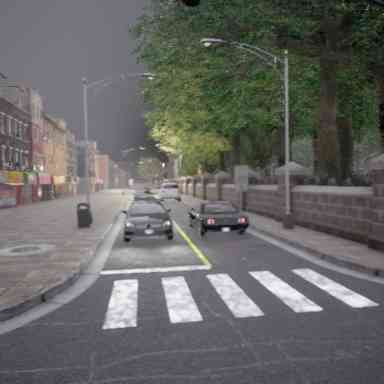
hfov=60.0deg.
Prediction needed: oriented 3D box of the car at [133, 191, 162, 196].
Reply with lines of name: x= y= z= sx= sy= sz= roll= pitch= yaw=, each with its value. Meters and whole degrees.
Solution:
car: x=-3.323 y=0.890 z=23.206 sx=1.895 sy=1.301 sz=4.718 roll=-1 pitch=2 yaw=-9

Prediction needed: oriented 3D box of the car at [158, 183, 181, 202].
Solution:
car: x=-2.590 y=0.027 z=37.531 sx=2.150 sy=2.045 sz=5.566 roll=-1 pitch=2 yaw=-9

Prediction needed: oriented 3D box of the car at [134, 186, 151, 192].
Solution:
car: x=-4.848 y=0.469 z=33.195 sx=1.882 sy=1.535 sz=5.008 roll=-1 pitch=2 yaw=-8

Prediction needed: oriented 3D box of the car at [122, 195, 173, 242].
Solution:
car: x=-1.917 y=1.085 z=14.140 sx=1.812 sy=1.442 sz=4.674 roll=-1 pitch=2 yaw=-9

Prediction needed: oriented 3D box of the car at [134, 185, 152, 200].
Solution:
car: x=-6.357 y=0.048 z=43.210 sx=2.097 sy=1.767 sz=4.553 roll=-1 pitch=2 yaw=-9

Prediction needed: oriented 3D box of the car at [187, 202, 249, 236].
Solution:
car: x=0.946 y=1.079 z=14.911 sx=1.895 sy=1.301 sz=4.718 roll=-1 pitch=2 yaw=-9
